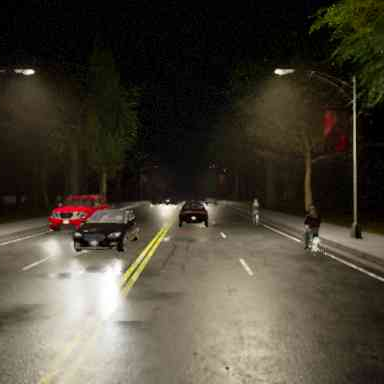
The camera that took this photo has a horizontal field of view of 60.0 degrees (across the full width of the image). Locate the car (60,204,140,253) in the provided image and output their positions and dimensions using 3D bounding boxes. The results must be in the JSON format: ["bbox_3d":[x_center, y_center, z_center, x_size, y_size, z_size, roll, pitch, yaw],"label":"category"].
[{"bbox_3d":[-3.350,1.484,13.798,2.128,1.511,4.902,0,0,0],"label":"car"}]

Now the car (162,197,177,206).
[{"bbox_3d":[-3.322,1.602,54.587,2.033,1.411,5.357,0,0,0],"label":"car"}]

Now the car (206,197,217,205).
[{"bbox_3d":[3.330,1.596,59.389,1.812,1.442,4.674,0,0,0],"label":"car"}]

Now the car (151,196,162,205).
[{"bbox_3d":[-6.565,1.583,62.050,1.837,1.490,4.892,0,0,0],"label":"car"}]

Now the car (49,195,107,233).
[{"bbox_3d":[-6.599,1.215,20.161,2.150,2.045,5.566,0,0,0],"label":"car"}]

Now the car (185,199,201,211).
[{"bbox_3d":[0.097,1.623,41.228,1.895,1.301,4.718,0,0,0],"label":"car"}]

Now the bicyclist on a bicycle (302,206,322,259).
[{"bbox_3d":[4.140,1.363,11.600,0.659,1.776,1.843,0,0,0],"label":"bicyclist on a bicycle"}]

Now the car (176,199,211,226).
[{"bbox_3d":[0.098,1.474,23.100,1.882,1.535,5.008,0,0,0],"label":"car"}]

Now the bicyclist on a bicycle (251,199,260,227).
[{"bbox_3d":[4.141,1.366,21.717,0.659,1.776,1.843,0,0,0],"label":"bicyclist on a bicycle"}]
